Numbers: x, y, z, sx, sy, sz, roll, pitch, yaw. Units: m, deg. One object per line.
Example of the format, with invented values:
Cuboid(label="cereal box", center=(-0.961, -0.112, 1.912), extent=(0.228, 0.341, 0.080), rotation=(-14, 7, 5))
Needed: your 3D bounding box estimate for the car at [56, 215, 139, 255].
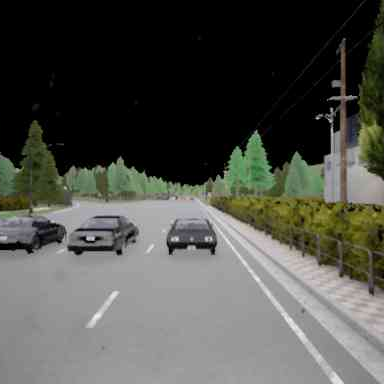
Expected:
Cuboid(label="car", center=(-3.507, 1.680, 13.989), extent=(2.033, 1.411, 5.357), rotation=(0, -1, 0))

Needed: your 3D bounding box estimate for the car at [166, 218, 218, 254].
Cuboid(label="car", center=(-0.006, 1.735, 14.106), extent=(1.895, 1.301, 4.718), rotation=(0, -1, 0))

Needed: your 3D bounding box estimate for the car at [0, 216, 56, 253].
Cuboid(label="car", center=(-7.003, 1.700, 14.289), extent=(1.994, 1.385, 4.181), rotation=(0, 0, 0))
